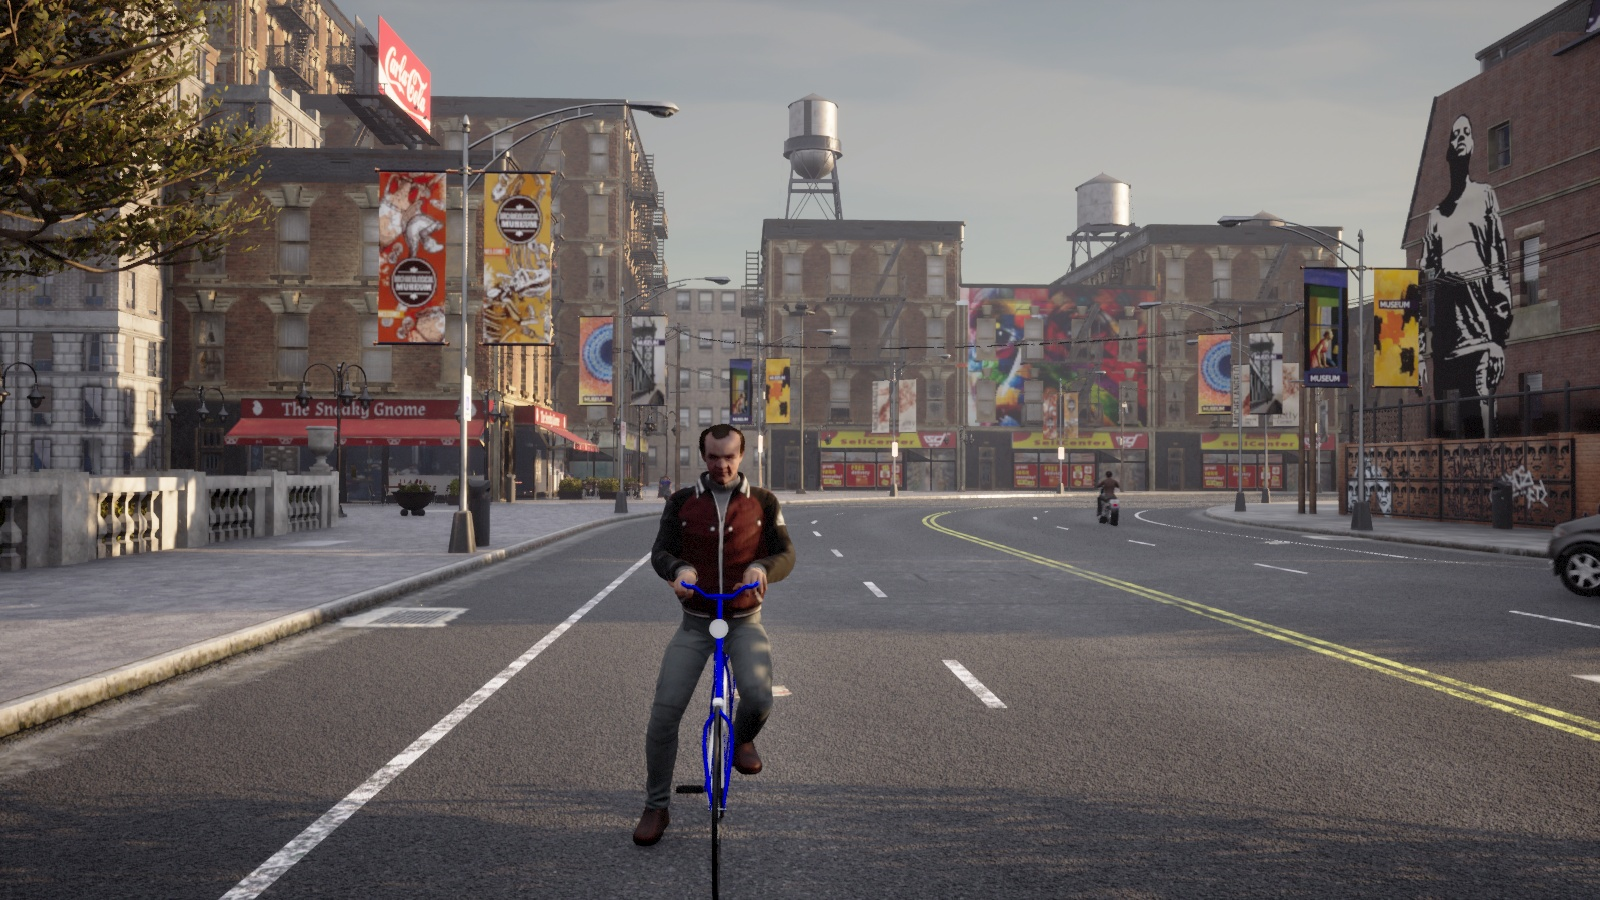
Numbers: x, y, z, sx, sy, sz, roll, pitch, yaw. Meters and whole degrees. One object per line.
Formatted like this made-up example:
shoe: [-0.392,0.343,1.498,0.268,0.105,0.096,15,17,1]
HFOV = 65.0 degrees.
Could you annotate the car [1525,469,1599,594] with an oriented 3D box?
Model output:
car: [11.303,1.007,15.478,1.789,1.549,3.705,0,-1,-41]

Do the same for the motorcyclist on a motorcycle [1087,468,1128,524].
motorcyclist on a motorcycle: [9.231,1.360,37.737,0.766,1.649,2.350,0,-1,3]

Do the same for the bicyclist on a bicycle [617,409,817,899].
bicyclist on a bicycle: [-0.317,0.772,5.098,0.659,1.776,1.843,0,-1,-3]
